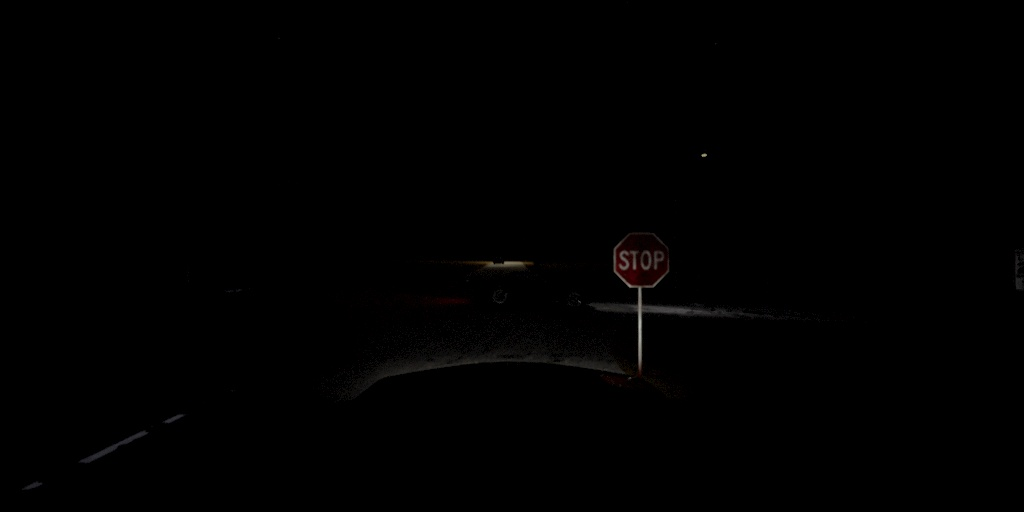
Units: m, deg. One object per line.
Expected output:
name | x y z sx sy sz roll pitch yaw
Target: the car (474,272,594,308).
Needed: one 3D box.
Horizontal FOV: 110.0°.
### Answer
car | 0.892 1.332 14.792 4.718 1.301 1.895 2 -1 0
